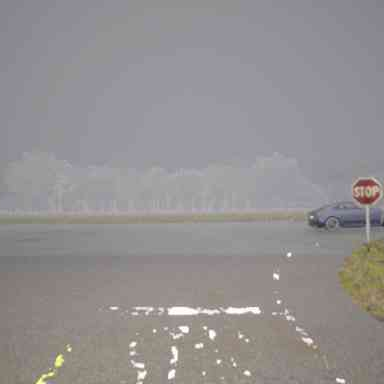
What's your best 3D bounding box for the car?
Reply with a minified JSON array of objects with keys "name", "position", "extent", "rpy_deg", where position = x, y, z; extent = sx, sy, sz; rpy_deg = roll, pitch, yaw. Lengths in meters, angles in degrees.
[{"name":"car","position":[7.782,1.129,16.146],"extent":[4.181,1.385,1.994],"rpy_deg":[-2,-3,-1]}]
